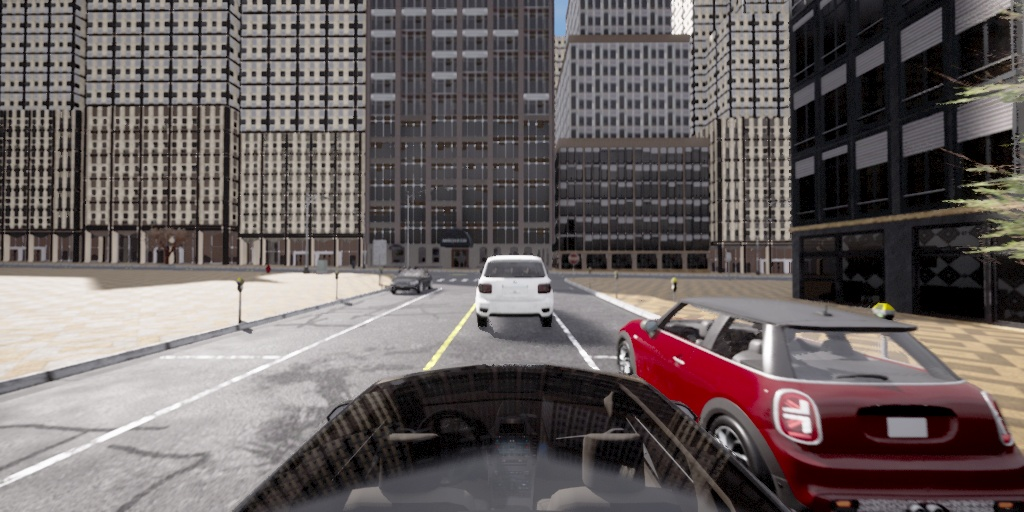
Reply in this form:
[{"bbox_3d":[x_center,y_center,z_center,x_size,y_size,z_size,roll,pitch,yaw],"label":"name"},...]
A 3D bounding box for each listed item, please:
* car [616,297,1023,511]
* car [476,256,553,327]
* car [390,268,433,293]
[{"bbox_3d":[2.685,1.203,4.384,1.967,1.591,4.097,0,0,0],"label":"car"},{"bbox_3d":[0.074,1.021,11.897,2.150,2.045,5.566,0,0,0],"label":"car"},{"bbox_3d":[-5.870,1.395,21.297,2.007,1.370,4.403,0,0,0],"label":"car"}]
